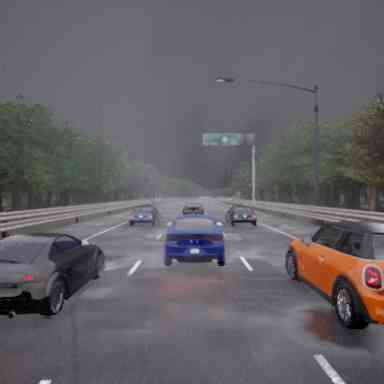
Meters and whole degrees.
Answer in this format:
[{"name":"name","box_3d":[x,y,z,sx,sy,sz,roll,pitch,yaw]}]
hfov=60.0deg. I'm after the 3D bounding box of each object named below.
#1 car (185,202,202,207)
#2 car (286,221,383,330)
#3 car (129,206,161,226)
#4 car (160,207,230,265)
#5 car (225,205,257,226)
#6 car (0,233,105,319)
[{"name":"car","box_3d":[0.097,1.703,29.749,1.837,1.490,4.892,0,0,0]},{"name":"car","box_3d":[3.573,1.396,7.161,2.097,1.767,4.553,0,0,0]},{"name":"car","box_3d":[-3.412,1.710,24.763,2.033,1.411,5.357,0,0,0]},{"name":"car","box_3d":[0.088,1.554,12.050,1.882,1.535,5.008,0,0,0]},{"name":"car","box_3d":[3.584,1.711,24.862,2.033,1.411,5.357,0,0,0]},{"name":"car","box_3d":[-3.424,1.612,7.602,1.994,1.385,4.181,0,0,0]}]
